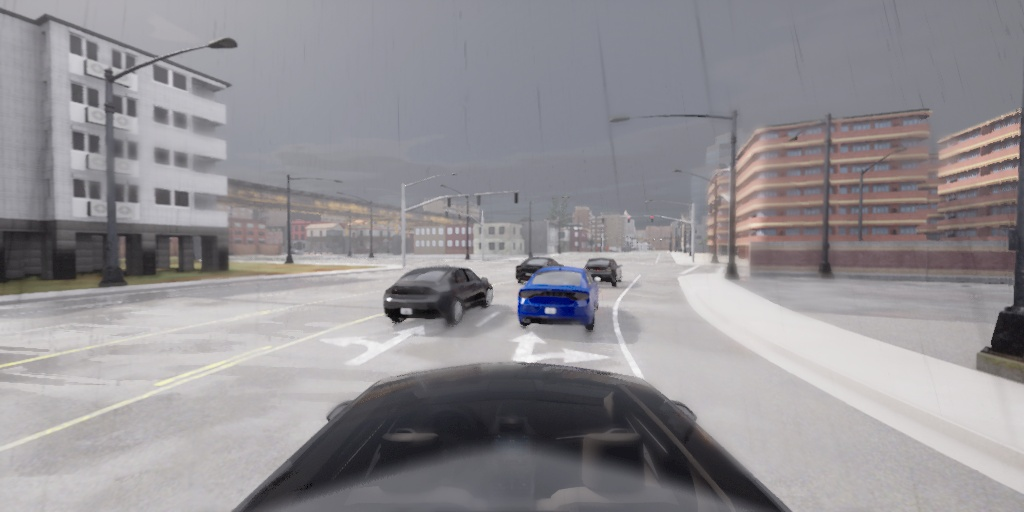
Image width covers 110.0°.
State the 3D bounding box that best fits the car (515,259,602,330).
[{"bbox_3d":[1.520,1.036,10.532,1.882,1.535,5.008,0,1,15],"label":"car"}]

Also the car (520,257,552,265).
[{"bbox_3d":[1.790,0.793,21.561,1.882,1.535,5.008,1,1,22],"label":"car"}]

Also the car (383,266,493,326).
[{"bbox_3d":[-1.988,1.043,10.965,1.837,1.490,4.892,0,1,13],"label":"car"}]

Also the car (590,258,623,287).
[{"bbox_3d":[5.200,0.850,20.644,1.837,1.490,4.892,1,1,22],"label":"car"}]
